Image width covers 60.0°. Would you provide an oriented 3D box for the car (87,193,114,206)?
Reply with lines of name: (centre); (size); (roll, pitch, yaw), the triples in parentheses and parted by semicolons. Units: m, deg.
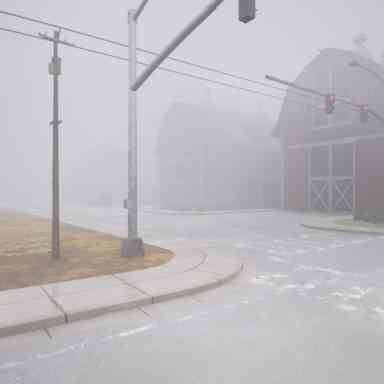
car: (-13.828, 1.112, 50.596); (3.866, 1.878, 1.905); (-2, 5, 11)
